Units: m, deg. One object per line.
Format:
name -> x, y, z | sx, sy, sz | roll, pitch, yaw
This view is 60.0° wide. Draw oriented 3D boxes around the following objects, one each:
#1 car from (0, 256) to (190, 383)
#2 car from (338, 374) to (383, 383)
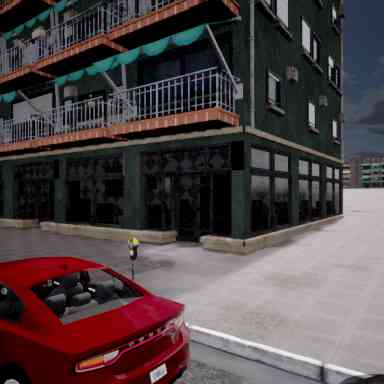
car -> -2.128, 1.545, 4.383 | 4.507, 1.381, 1.887 | 0, 0, 35
car -> 2.469, 1.566, 1.122 | 4.313, 1.339, 1.947 | 0, 0, 35
